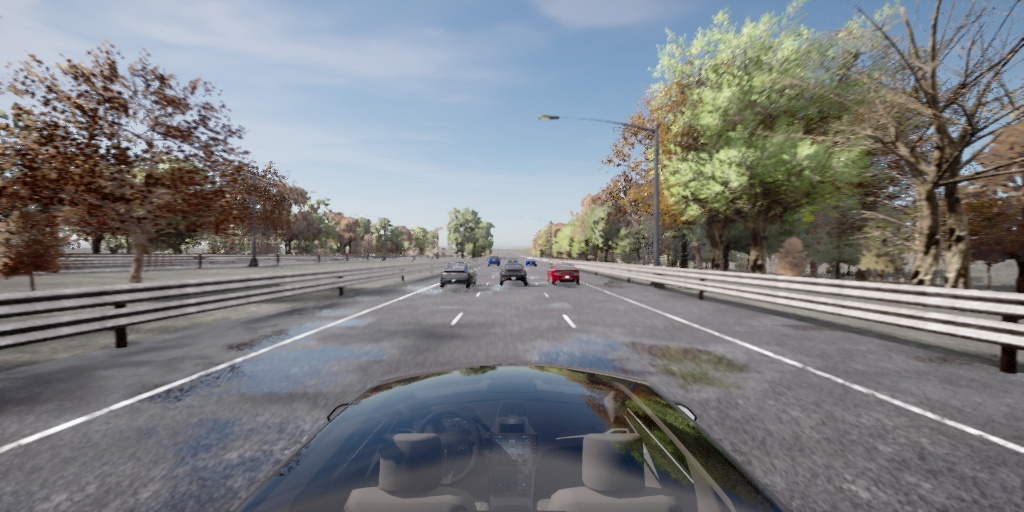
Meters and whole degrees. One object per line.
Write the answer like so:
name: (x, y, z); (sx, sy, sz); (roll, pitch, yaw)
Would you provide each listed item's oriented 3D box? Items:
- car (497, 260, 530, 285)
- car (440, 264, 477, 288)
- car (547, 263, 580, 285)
car: (0.104, 1.246, 26.231); (1.837, 1.490, 4.892); (0, -1, 0)
car: (-3.397, 1.236, 23.352); (2.128, 1.511, 4.902); (0, 0, 0)
car: (3.603, 1.221, 25.893); (1.882, 1.535, 5.008); (0, 0, 0)
